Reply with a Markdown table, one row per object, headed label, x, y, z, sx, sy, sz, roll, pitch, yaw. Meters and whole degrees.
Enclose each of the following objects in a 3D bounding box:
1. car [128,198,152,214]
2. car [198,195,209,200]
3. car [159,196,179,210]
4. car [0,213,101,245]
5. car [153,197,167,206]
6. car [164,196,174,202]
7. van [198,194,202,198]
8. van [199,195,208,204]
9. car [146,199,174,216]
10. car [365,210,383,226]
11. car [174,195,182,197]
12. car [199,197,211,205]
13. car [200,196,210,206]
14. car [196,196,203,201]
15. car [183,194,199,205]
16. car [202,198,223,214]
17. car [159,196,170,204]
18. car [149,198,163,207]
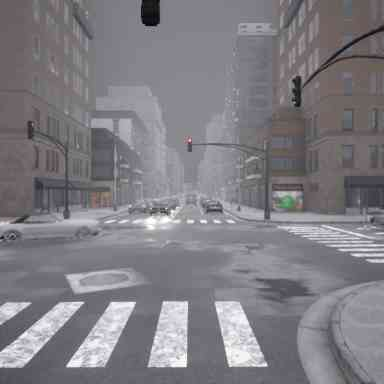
| label | x | y | z | sx | sy | sz | roll | pitch | yaw |
| --- | --- | --- | --- | --- | --- | --- | --- | --- | --- |
| car | -5.661 | 1.480 | 36.098 | 1.967 | 1.590 | 4.097 | 0 | 0 | 0 |
| car | 2.397 | 1.637 | 52.614 | 1.947 | 1.339 | 4.313 | 0 | 0 | 0 |
| car | -3.105 | 1.617 | 43.438 | 1.994 | 1.385 | 4.181 | 0 | 0 | 1 |
| car | -6.701 | 1.620 | 15.479 | 4.718 | 1.301 | 1.895 | 0 | 0 | -22 |
| car | -5.617 | 1.634 | 58.140 | 2.008 | 1.369 | 4.403 | 0 | 0 | 0 |
| car | -5.574 | 1.694 | 80.183 | 2.008 | 1.369 | 4.403 | 0 | 0 | 0 |
| van | 2.408 | 1.424 | 58.125 | 1.690 | 1.788 | 3.998 | 0 | 0 | 0 |
| van | 2.429 | 1.453 | 69.146 | 1.690 | 1.788 | 3.998 | 0 | 0 | 0 |
| car | -3.129 | 1.637 | 33.460 | 1.895 | 1.301 | 4.718 | 0 | 0 | 0 |
| car | 13.384 | 1.442 | 20.591 | 4.902 | 1.511 | 2.128 | 0 | 0 | 0 |
| car | -3.078 | 1.636 | 53.397 | 1.994 | 1.385 | 4.181 | 0 | 0 | 0 |
| car | 2.418 | 1.647 | 63.635 | 2.008 | 1.369 | 4.403 | 0 | 0 | 0 |
| car | 2.386 | 1.641 | 47.103 | 1.802 | 1.307 | 4.206 | 0 | 0 | 0 |
| car | 2.061 | 1.698 | 90.050 | 1.812 | 1.442 | 4.674 | 0 | 0 | 0 |
| car | -0.130 | 1.579 | 59.917 | 2.128 | 1.511 | 4.902 | 0 | 0 | 0 |
| car | 2.364 | 1.606 | 36.081 | 1.947 | 1.339 | 4.313 | 0 | 0 | 0 |
| car | -5.596 | 1.552 | 69.162 | 1.967 | 1.590 | 4.097 | 0 | 0 | 0 |
| car | -5.628 | 1.653 | 52.629 | 1.802 | 1.307 | 4.206 | 0 | 0 | 0 |
